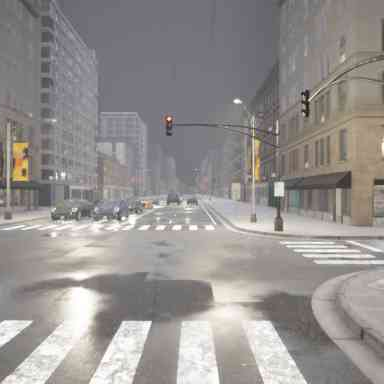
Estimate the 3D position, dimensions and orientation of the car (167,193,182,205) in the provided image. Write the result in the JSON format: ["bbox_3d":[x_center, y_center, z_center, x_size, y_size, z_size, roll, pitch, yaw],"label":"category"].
[{"bbox_3d":[-3.199,1.219,57.953,2.150,2.045,5.566,0,0,0],"label":"car"}]

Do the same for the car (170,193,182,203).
[{"bbox_3d":[-3.190,1.216,68.372,2.150,2.045,5.566,0,0,0],"label":"car"}]

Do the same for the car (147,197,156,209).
[{"bbox_3d":[-6.540,1.479,45.786,1.882,1.535,5.008,0,0,0],"label":"car"}]

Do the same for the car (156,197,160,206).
[{"bbox_3d":[-6.517,1.524,55.638,1.812,1.442,4.674,0,0,1],"label":"car"}]

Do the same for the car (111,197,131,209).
[{"bbox_3d":[-9.792,1.527,46.365,1.812,1.442,4.674,0,0,0],"label":"car"}]

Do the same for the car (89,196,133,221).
[{"bbox_3d":[-6.565,1.355,27.443,2.097,1.767,4.553,0,0,0],"label":"car"}]

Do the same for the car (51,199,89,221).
[{"bbox_3d":[-9.815,1.355,27.447,2.097,1.767,4.553,0,0,0],"label":"car"}]

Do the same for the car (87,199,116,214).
[{"bbox_3d":[-9.805,1.508,36.419,1.837,1.490,4.892,0,0,0],"label":"car"}]

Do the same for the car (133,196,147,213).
[{"bbox_3d":[-6.551,1.494,36.282,2.128,1.511,4.902,0,0,0],"label":"car"}]

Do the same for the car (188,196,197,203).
[{"bbox_3d":[0.060,1.520,68.339,1.812,1.442,4.674,0,0,0],"label":"car"}]

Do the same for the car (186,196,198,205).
[{"bbox_3d":[0.051,1.502,57.920,1.837,1.490,4.892,0,0,0],"label":"car"}]

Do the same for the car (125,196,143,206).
[{"bbox_3d":[-9.760,1.489,56.663,2.128,1.511,4.902,0,0,1],"label":"car"}]
